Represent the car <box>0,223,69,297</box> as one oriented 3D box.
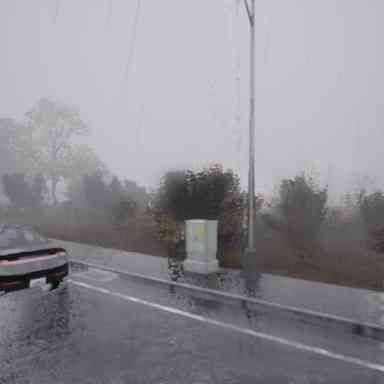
[{"bbox_3d":[-4.844,1.500,7.824,4.902,1.511,2.128,0,0,38],"label":"car"}]
